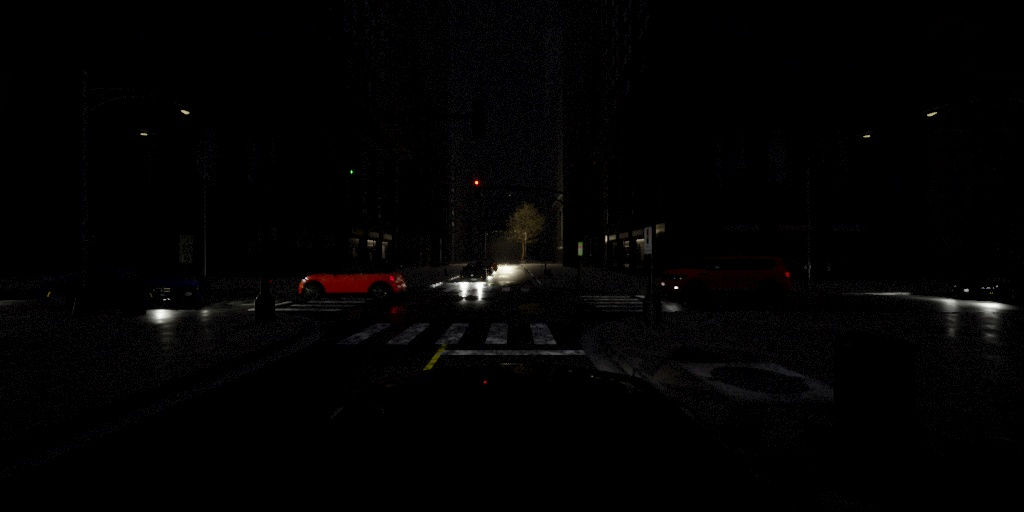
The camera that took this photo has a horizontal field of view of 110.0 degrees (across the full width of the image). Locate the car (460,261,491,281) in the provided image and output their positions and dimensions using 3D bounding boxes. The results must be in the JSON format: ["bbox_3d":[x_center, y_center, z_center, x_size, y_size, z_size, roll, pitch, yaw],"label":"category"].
[{"bbox_3d":[-3.082,1.314,29.605,1.994,1.385,4.181,0,0,0],"label":"car"}]

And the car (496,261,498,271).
[{"bbox_3d":[-3.061,1.116,48.321,2.097,1.767,4.553,0,0,0],"label":"car"}]

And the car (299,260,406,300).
[{"bbox_3d":[-7.484,1.083,17.025,4.553,1.767,2.097,0,0,0],"label":"car"}]

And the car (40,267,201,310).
[{"bbox_3d":[-14.903,1.176,13.820,5.008,1.535,1.882,0,0,2],"label":"car"}]

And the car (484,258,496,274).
[{"bbox_3d":[-3.077,1.232,38.676,1.882,1.535,5.008,0,0,0],"label":"car"}]

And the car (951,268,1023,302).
[{"bbox_3d":[23.968,1.326,16.987,4.892,1.490,1.837,-1,0,0],"label":"car"}]

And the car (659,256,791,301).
[{"bbox_3d":[10.014,1.007,17.081,5.566,2.045,2.150,0,0,2],"label":"car"}]
